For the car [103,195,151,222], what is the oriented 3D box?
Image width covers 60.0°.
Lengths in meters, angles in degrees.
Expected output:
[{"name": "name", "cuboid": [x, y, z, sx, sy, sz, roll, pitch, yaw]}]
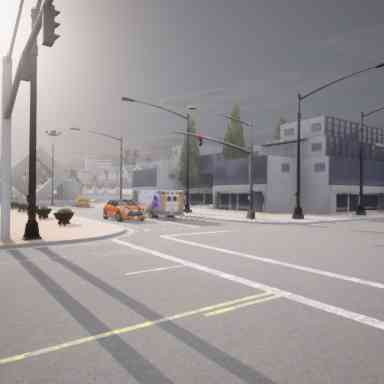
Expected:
[{"name": "car", "cuboid": [-5.472, 1.355, 26.686, 2.097, 1.767, 4.553, 1, 0, -35]}]

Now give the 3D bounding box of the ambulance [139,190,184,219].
[{"name": "ambulance", "cuboid": [-3.321, 1.070, 29.880, 2.351, 2.431, 6.366, 1, 0, -35]}]

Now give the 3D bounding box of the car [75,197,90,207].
[{"name": "car", "cuboid": [-16.820, 1.505, 51.028, 1.882, 1.535, 5.008, 1, 0, -21]}]
